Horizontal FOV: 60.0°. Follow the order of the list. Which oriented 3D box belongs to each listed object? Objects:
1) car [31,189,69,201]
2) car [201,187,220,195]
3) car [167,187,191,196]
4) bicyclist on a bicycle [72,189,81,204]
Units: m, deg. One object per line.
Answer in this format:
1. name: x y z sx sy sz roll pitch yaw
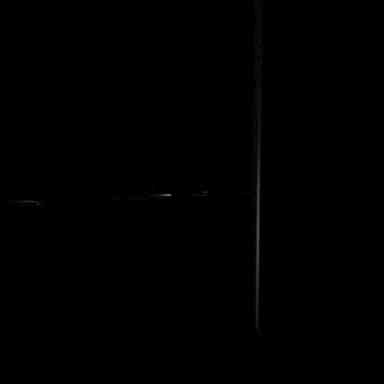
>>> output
1. car: -18.001 0.306 42.432 1.812 1.442 4.674 2 3 35
2. car: 3.828 -0.302 66.905 2.128 1.511 4.902 2 2 35
3. car: -1.920 -0.037 58.752 1.994 1.385 4.181 3 3 36
4. bicyclist on a bicycle: -12.747 0.520 36.722 1.656 1.620 0.582 1 2 35
